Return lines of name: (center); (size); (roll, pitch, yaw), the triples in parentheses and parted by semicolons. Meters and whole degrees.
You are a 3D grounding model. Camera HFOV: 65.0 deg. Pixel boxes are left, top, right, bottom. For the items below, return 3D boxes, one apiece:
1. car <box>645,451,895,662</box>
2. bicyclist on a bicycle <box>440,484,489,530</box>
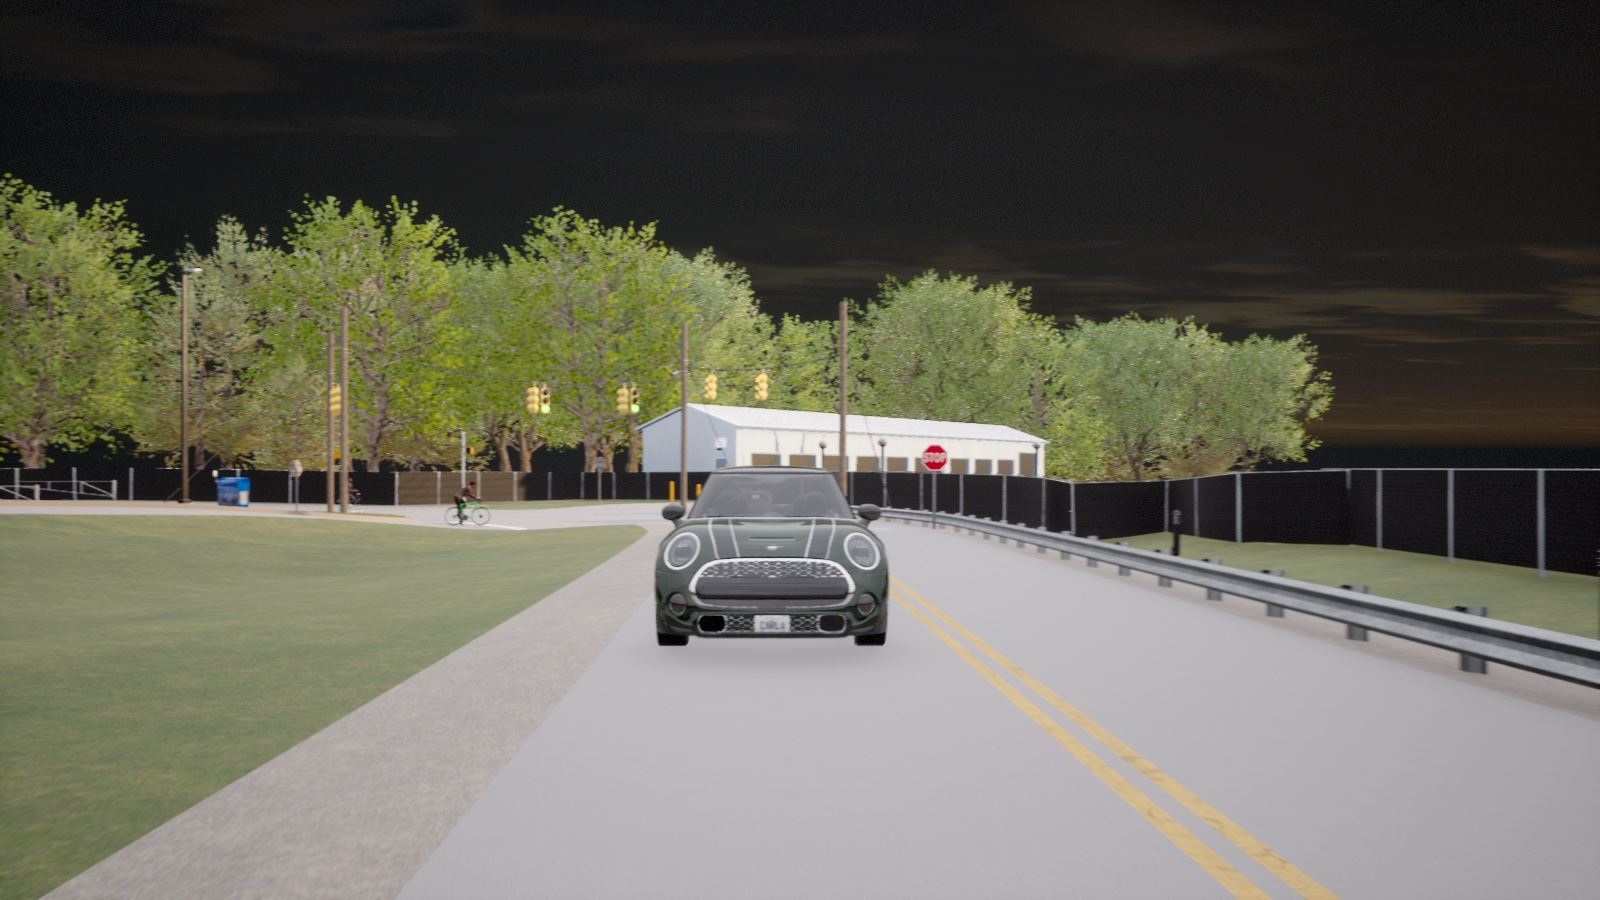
car: (-0.320, 0.944, 12.875); (2.097, 1.767, 4.553); (0, -1, -2)
bicyclist on a bicycle: (-12.289, 2.075, 46.007); (1.656, 1.620, 0.582); (1, 0, -28)
